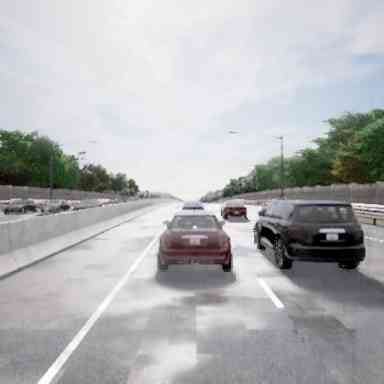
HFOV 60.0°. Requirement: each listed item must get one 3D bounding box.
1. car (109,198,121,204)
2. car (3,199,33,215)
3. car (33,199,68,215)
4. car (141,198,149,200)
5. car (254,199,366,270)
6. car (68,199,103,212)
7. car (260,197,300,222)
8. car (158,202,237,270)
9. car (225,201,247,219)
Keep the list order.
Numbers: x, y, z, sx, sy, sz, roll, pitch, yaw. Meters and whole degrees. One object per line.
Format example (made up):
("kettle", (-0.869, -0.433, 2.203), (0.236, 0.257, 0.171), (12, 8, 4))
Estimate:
("car", (-17.545, 2.022, 75.954), (2.128, 1.511, 4.902), (0, -1, 0))
("car", (-17.612, 1.530, 34.505), (1.837, 1.490, 4.892), (0, 0, 0))
("car", (-14.112, 1.518, 34.740), (2.128, 1.511, 4.902), (0, 0, 0))
("car", (-10.544, 1.998, 75.543), (1.882, 1.535, 5.008), (0, -1, 0))
("car", (3.587, 1.238, 11.178), (2.150, 2.045, 5.566), (0, 0, 0))
("car", (-10.614, 1.502, 34.239), (1.882, 1.535, 5.008), (0, 0, 0))
("car", (7.075, 1.371, 27.240), (2.097, 1.767, 4.553), (0, 0, 0))
("car", (0.083, 1.368, 11.187), (2.097, 1.767, 4.553), (0, 0, 0))
("car", (3.578, 1.497, 29.055), (1.882, 1.535, 5.008), (0, 0, 0))
